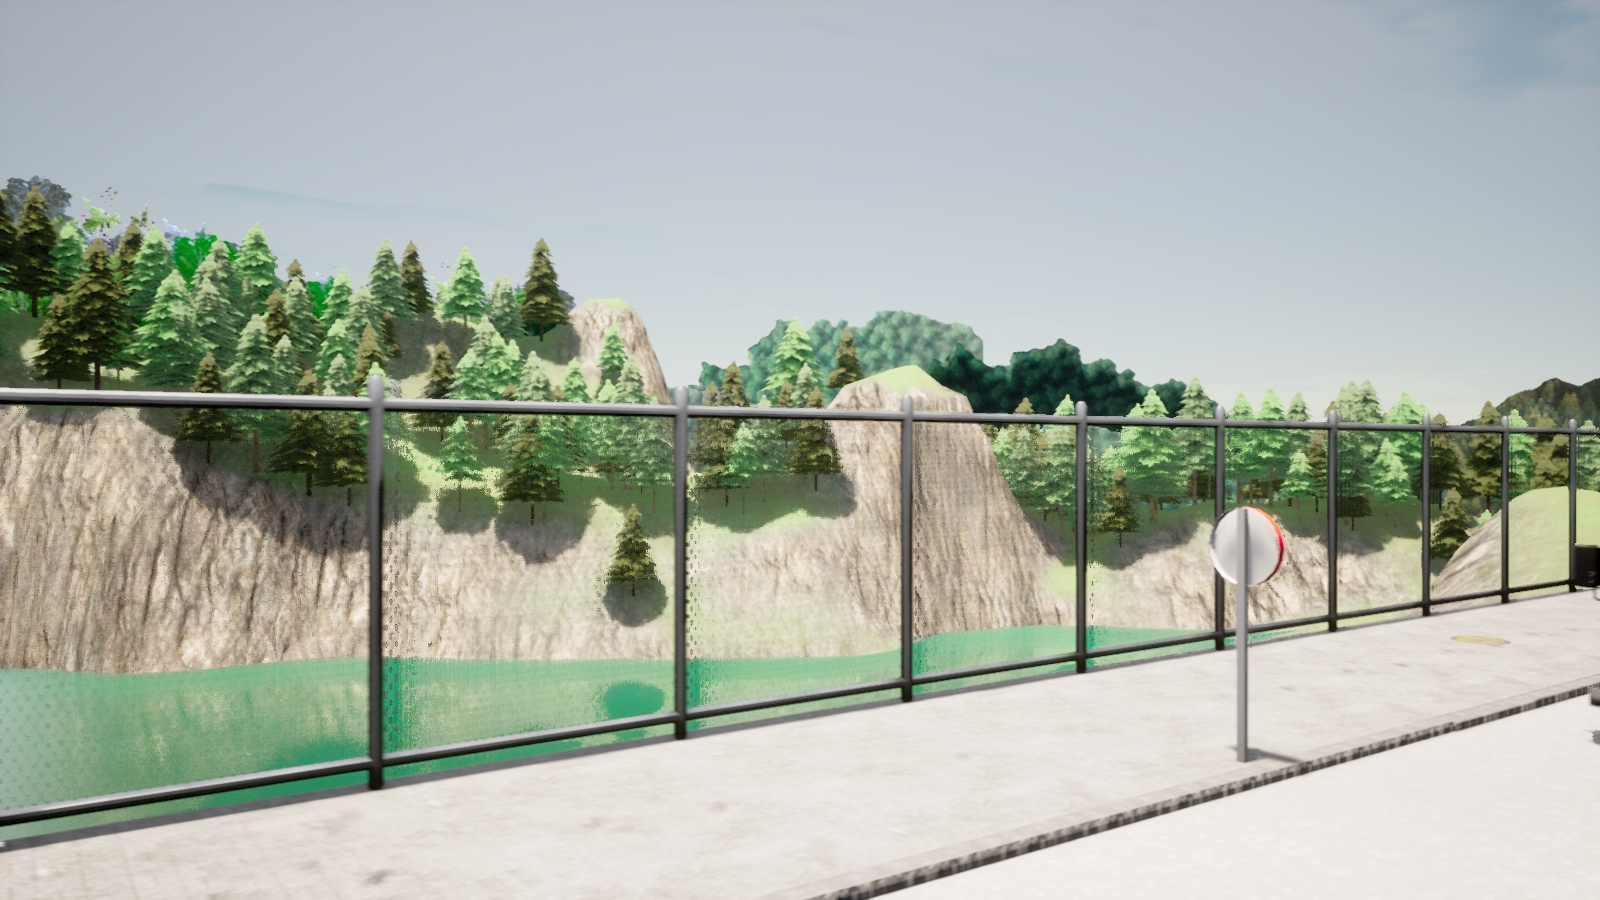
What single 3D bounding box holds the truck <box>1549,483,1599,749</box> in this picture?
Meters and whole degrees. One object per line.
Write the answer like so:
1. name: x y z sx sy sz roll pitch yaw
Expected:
1. truck: 10.169 1.578 11.507 5.204 2.467 2.627 0 0 -35
